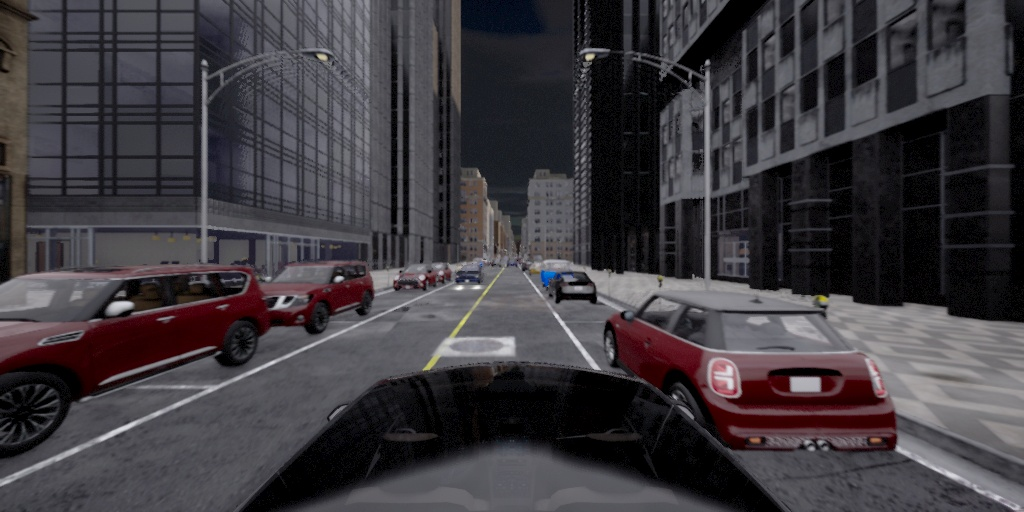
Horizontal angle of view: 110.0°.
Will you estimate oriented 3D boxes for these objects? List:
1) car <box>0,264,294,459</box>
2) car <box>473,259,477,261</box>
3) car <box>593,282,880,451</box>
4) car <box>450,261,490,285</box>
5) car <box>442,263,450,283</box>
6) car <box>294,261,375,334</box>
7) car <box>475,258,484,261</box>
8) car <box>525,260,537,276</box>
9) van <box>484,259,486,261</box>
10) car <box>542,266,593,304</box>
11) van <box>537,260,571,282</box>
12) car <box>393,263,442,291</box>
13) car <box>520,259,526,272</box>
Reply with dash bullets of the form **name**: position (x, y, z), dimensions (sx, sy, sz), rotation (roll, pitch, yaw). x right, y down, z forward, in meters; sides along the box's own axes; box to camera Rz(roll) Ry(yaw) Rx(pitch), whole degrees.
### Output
- **car**: position (-5.856, 1.071, 5.217), dimensions (2.192, 1.841, 5.009), rotation (0, 0, 0)
- **car**: position (-5.847, 1.404, 44.485), dimensions (1.751, 1.417, 4.829), rotation (0, 0, 1)
- **car**: position (2.669, 1.196, 5.200), dimensions (1.967, 1.591, 4.097), rotation (0, 0, 0)
- **car**: position (-3.091, 1.357, 27.376), dimensions (2.033, 1.411, 5.357), rotation (0, 0, 0)
- **car**: position (-5.849, 1.251, 27.773), dimensions (1.967, 1.591, 4.097), rotation (0, 0, 0)
- **car**: position (-5.854, 1.082, 10.855), dimensions (2.192, 1.841, 5.009), rotation (0, 0, 0)
- **car**: position (-5.840, 1.449, 55.801), dimensions (1.751, 1.417, 4.829), rotation (0, 0, 0)
- **car**: position (2.684, 1.380, 39.236), dimensions (1.751, 1.417, 4.829), rotation (0, 0, 1)
- **van**: position (-5.837, 1.284, 61.613), dimensions (1.690, 1.789, 3.998), rotation (0, 0, 0)
- **car**: position (2.673, 1.344, 16.477), dimensions (1.948, 1.339, 4.313), rotation (0, 0, 0)
- **van**: position (2.675, 1.134, 22.115), dimensions (1.690, 1.789, 3.998), rotation (0, 0, 0)
- **car**: position (-5.851, 1.234, 22.134), dimensions (1.967, 1.591, 4.097), rotation (0, 0, 0)
- **car**: position (2.368, 1.425, 49.777), dimensions (1.812, 1.442, 4.674), rotation (0, 0, 0)
